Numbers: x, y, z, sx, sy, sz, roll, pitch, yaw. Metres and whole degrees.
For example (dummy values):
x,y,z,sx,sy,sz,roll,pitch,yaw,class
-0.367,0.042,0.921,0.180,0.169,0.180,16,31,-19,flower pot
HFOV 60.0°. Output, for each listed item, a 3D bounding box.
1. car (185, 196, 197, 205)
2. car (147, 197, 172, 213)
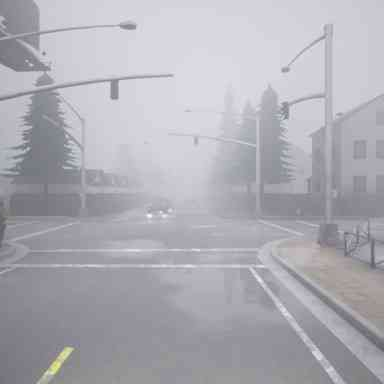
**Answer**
x,y,z,sx,sy,sz,roll,pitch,yaw,class
-0.140,1.489,59.194,2.128,1.511,4.902,0,0,0,car
-3.686,1.350,36.990,2.097,1.767,4.553,0,0,0,car
